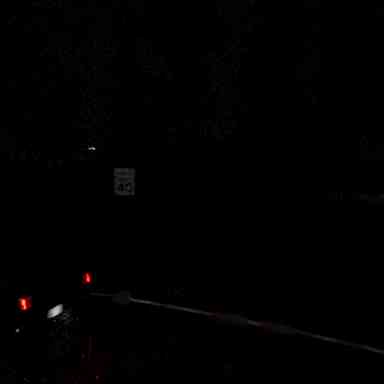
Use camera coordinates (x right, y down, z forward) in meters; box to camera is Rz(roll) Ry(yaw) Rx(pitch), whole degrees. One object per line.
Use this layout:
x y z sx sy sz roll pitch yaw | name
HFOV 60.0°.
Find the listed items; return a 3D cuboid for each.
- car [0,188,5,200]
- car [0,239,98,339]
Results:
-31.694 0.367 51.789 2.150 2.045 5.566 0 1 7 | car
-4.130 1.506 5.796 4.718 1.301 1.895 0 1 21 | car
